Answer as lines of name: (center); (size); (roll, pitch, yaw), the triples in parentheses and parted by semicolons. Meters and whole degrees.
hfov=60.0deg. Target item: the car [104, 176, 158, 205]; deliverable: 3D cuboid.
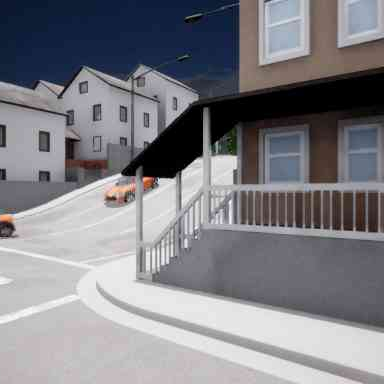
car: (-4.702, -0.551, 25.327); (2.097, 1.767, 4.553); (0, 21, 34)

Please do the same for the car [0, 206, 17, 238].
car: (-11.391, 1.456, 16.507); (2.097, 1.767, 4.553); (-1, -1, 45)

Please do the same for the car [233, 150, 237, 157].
car: (7.043, -5.234, 42.122); (1.895, 1.301, 4.718); (0, 9, 36)
